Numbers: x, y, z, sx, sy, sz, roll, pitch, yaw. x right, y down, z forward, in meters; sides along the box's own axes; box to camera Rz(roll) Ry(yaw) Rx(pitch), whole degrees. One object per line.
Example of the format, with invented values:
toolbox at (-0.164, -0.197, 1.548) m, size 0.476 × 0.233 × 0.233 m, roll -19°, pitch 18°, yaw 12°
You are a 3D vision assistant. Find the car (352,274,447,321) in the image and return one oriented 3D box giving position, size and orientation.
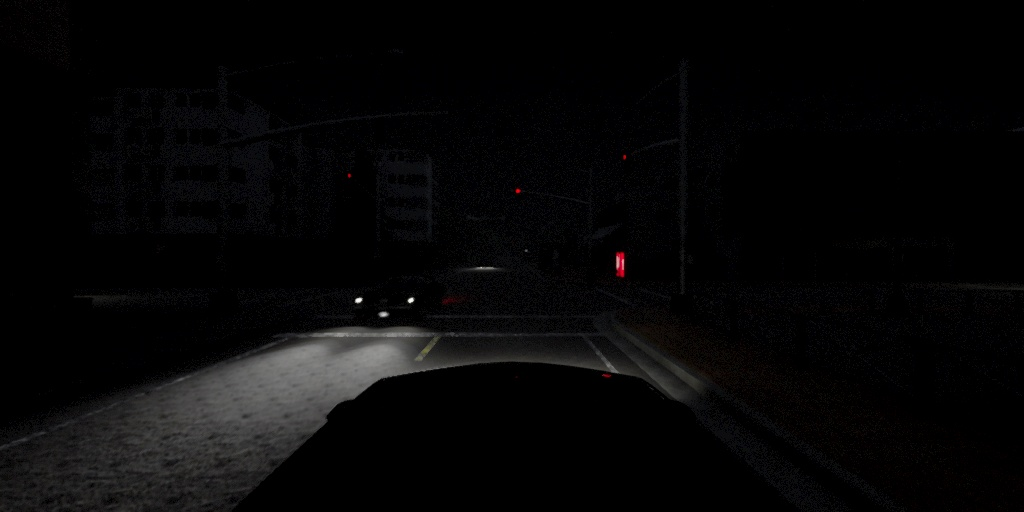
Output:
car at (-3.518, 1.311, 12.051) m, size 1.895 × 1.301 × 4.718 m, roll 0°, pitch 0°, yaw 0°

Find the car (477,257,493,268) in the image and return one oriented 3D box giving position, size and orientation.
car at (-3.608, 0.852, 48.511) m, size 1.994 × 1.385 × 4.181 m, roll 0°, pitch 1°, yaw 0°
